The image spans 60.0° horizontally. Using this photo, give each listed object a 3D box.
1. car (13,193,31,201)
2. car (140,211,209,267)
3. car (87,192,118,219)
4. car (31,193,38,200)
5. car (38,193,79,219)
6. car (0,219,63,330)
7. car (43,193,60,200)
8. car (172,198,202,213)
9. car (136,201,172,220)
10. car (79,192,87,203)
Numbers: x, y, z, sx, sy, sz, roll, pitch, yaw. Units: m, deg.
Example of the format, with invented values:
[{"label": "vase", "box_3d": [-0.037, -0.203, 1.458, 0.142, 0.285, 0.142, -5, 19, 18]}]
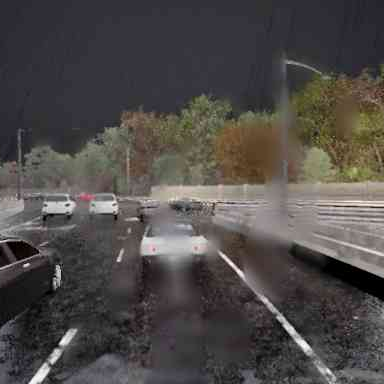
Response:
[{"label": "car", "box_3d": [-38.741, 1.301, 74.894, 4.718, 1.301, 1.895, 0, 0, 43]}, {"label": "car", "box_3d": [-0.690, 1.561, 11.262, 1.895, 1.301, 4.718, 0, 0, -6]}, {"label": "car", "box_3d": [-7.453, 1.139, 28.088, 2.150, 2.045, 5.566, 0, 0, -15]}, {"label": "car", "box_3d": [-36.266, 1.188, 77.370, 4.892, 1.490, 1.837, 0, 0, 43]}, {"label": "car", "box_3d": [-10.967, 1.154, 27.710, 2.150, 2.045, 5.566, 0, 0, -15]}, {"label": "car", "box_3d": [-3.768, 1.496, 5.738, 1.837, 1.490, 4.892, 0, 0, -3]}, {"label": "car", "box_3d": [-33.791, 1.025, 79.845, 4.553, 1.767, 2.097, 0, 0, 43]}, {"label": "car", "box_3d": [-0.997, 1.350, 33.899, 2.128, 1.511, 4.902, -1, 0, -39]}, {"label": "car", "box_3d": [-3.172, 1.408, 25.331, 2.128, 1.511, 4.902, 0, 0, -13]}, {"label": "car", "box_3d": [-20.785, 1.001, 64.555, 2.150, 2.045, 5.566, 0, 0, -37]}]
